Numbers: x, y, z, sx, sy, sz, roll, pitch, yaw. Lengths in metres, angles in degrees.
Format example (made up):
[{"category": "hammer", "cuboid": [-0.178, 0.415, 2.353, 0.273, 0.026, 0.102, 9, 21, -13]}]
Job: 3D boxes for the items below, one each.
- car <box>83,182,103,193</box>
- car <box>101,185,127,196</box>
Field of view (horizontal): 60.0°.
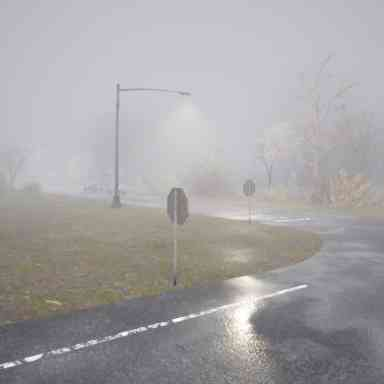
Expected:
[{"category": "car", "cuboid": [-17.728, -0.821, 59.826, 2.150, 2.045, 5.566, 0, 2, -36]}, {"category": "car", "cuboid": [-11.905, -0.120, 51.706, 1.895, 1.301, 4.718, 0, 2, -36]}]
